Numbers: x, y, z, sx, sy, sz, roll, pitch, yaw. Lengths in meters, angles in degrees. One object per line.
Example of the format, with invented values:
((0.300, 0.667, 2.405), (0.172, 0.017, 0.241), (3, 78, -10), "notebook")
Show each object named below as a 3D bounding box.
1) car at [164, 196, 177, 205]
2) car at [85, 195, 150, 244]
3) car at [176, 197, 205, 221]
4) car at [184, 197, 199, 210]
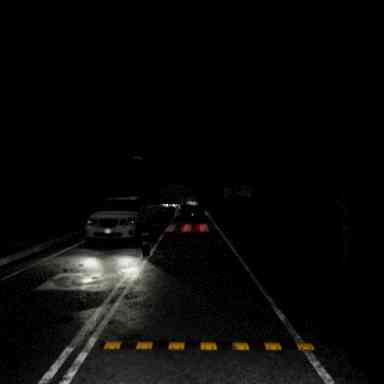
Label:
((-3.563, 1.413, 56.343), (1.994, 1.385, 4.181), (0, 0, 0), "car")
((-3.371, 1.210, 16.129), (2.150, 2.045, 5.566), (0, 0, 0), "car")
((0.042, 1.455, 26.935), (2.128, 1.511, 4.902), (0, 0, 0), "car")
((-0.042, 1.434, 43.138), (1.812, 1.442, 4.674), (0, 0, 0), "car")
